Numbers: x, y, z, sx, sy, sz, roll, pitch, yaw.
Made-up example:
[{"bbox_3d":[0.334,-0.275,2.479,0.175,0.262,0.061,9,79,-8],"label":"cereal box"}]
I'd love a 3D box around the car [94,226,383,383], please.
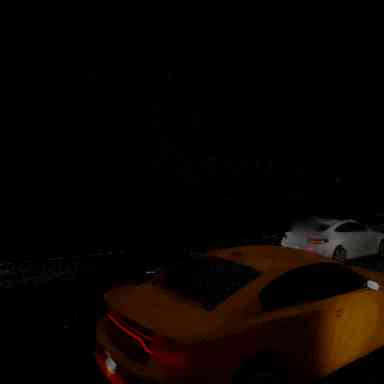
[{"bbox_3d":[1.236,1.510,4.631,5.008,1.535,1.882,0,0,-36],"label":"car"}]

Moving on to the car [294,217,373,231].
[{"bbox_3d":[5.076,1.623,11.693,4.674,1.442,1.812,1,0,-36],"label":"car"}]
